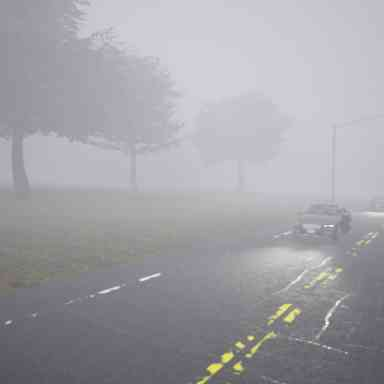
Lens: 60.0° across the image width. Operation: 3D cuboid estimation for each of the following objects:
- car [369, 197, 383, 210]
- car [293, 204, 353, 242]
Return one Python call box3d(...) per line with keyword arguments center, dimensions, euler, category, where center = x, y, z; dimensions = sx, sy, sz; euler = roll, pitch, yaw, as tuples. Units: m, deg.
box3d(center=(20.711, 1.252, 36.265), dimensions=(2.128, 1.511, 4.902), euler=(1, 1, 37), category="car")
box3d(center=(6.282, 1.338, 15.687), dimensions=(2.128, 1.511, 4.902), euler=(1, 1, 34), category="car")
